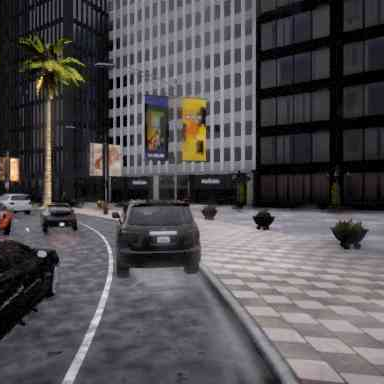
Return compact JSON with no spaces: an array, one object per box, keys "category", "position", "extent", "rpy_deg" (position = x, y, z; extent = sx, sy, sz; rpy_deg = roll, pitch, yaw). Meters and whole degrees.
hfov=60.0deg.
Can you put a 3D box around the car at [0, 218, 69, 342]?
[{"category":"car","position":[-3.616,1.474,5.389],"extent":[1.882,1.535,5.008],"rpy_deg":[0,0,-8]}]

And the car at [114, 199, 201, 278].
[{"category":"car","position":[-1.276,1.218,10.465],"extent":[2.150,2.045,5.566],"rpy_deg":[0,0,-13]}]

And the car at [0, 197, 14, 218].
[{"category":"car","position":[-11.504,1.340,18.990],"extent":[2.097,1.767,4.553],"rpy_deg":[0,0,-28]}]

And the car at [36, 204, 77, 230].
[{"category":"car","position":[-8.279,1.498,20.388],"extent":[1.837,1.490,4.892],"rpy_deg":[0,0,-28]}]

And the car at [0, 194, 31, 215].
[{"category":"car","position":[-17.868,1.206,32.796],"extent":[5.566,2.045,2.150],"rpy_deg":[0,0,42]}]
